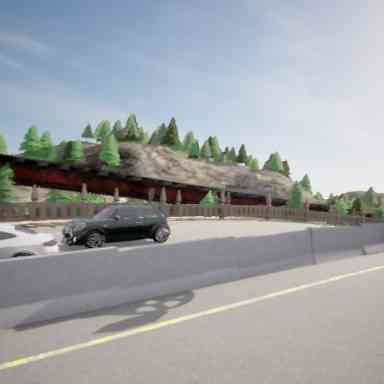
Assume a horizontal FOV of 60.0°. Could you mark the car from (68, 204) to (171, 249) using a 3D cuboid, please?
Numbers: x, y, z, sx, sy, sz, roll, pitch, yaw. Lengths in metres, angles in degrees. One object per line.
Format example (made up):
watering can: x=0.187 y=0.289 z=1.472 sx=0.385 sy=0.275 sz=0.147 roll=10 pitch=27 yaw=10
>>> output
car: x=-3.244 y=1.359 z=14.549 sx=4.553 sy=1.767 sz=2.097 roll=0 pitch=0 yaw=-35

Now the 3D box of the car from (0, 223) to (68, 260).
car: x=-5.863 y=1.526 z=8.401 sx=4.674 sy=1.442 sz=1.812 roll=0 pitch=0 yaw=-35
